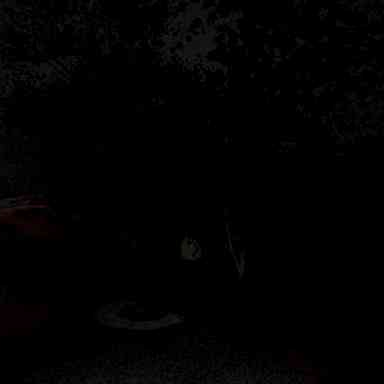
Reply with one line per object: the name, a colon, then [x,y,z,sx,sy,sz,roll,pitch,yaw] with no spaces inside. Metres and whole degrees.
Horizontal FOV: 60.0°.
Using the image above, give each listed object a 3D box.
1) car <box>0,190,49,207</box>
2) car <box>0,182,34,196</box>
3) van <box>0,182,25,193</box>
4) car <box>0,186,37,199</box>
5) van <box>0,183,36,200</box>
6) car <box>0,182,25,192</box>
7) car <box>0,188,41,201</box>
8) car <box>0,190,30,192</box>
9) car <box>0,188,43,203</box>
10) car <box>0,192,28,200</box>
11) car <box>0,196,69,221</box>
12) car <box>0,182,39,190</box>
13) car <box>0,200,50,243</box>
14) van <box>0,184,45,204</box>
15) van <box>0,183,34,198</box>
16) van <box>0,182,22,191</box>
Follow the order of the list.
car: [-16.419,0.596,31.866,4.792,1.488,2.163,1,2,-30]
car: [-27.436,-0.438,51.059,5.566,2.045,2.435,1,1,-30]
van: [-34.269,-0.847,63.246,4.442,1.987,1.878,1,1,-30]
car: [-23.278,0.073,43.878,5.008,1.535,2.097,1,1,-30]
van: [-21.983,-0.064,41.402,4.442,1.987,1.878,1,1,-30]
car: [-38.530,-1.134,70.376,5.566,2.045,2.435,1,1,-30]
car: [-20.501,0.285,39.091,4.792,1.488,2.163,1,1,-30]
car: [-12.420,0.893,24.587,5.366,1.575,1.946,1,2,-30]
car: [-19.188,0.379,36.803,4.792,1.488,2.163,1,2,-30]
car: [-8.156,1.100,17.598,4.553,1.767,2.185,1,2,-30]
car: [-10.885,1.049,22.278,4.674,1.452,2.002,1,2,-30]
car: [-14.982,0.427,29.487,5.566,2.045,2.435,1,2,-30]
car: [-6.813,1.336,15.182,5.008,1.535,2.097,1,2,-30]
van: [-17.725,0.230,34.439,4.442,1.987,1.878,1,2,-30]
van: [-24.553,-0.237,46.330,4.442,1.987,1.878,1,1,-30]
van: [-39.784,-1.193,72.850,4.442,1.987,1.878,1,1,-30]
